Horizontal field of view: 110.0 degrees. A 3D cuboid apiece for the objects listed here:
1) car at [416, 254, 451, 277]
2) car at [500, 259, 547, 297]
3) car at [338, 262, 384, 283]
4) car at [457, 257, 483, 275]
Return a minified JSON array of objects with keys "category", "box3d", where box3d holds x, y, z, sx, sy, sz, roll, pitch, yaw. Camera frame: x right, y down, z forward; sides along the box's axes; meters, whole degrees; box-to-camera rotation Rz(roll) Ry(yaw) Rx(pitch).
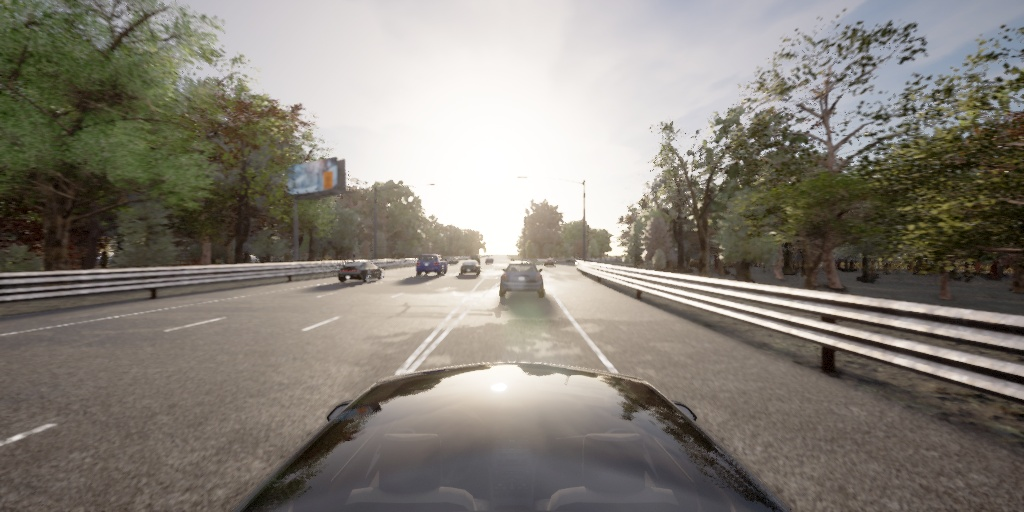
[{"category":"car","box3d":[-7.607,0.850,34.376,2.150,2.045,5.566,0,0,-1]},{"category":"car","box3d":[0.551,1.054,18.644,2.097,1.767,4.553,0,0,3]},{"category":"car","box3d":[-10.950,1.145,26.255,1.837,1.490,4.892,0,0,-1]},{"category":"car","box3d":[-4.144,1.161,36.313,1.812,1.442,4.674,0,0,-1]}]
